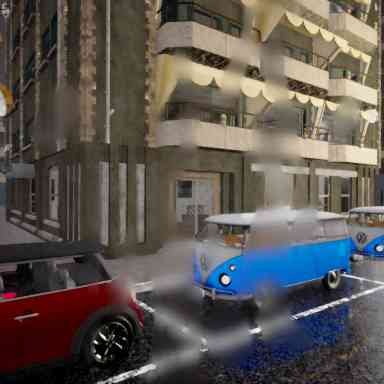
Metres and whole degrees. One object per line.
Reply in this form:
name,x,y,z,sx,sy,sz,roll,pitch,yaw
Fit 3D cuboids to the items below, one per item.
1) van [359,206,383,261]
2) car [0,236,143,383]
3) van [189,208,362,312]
van,6.477,1.345,10.741,3.998,1.788,1.690,0,0,-36
car,-2.773,1.440,4.114,4.097,1.590,1.967,0,0,-36
van,1.852,1.342,7.428,3.998,1.788,1.690,0,0,-36
